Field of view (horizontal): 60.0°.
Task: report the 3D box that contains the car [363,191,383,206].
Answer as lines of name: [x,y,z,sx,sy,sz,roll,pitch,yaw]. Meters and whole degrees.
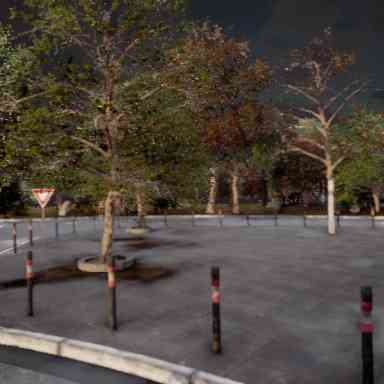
car: [26.360,0.924,48.005,2.150,2.045,5.566,-2,0,-2]
